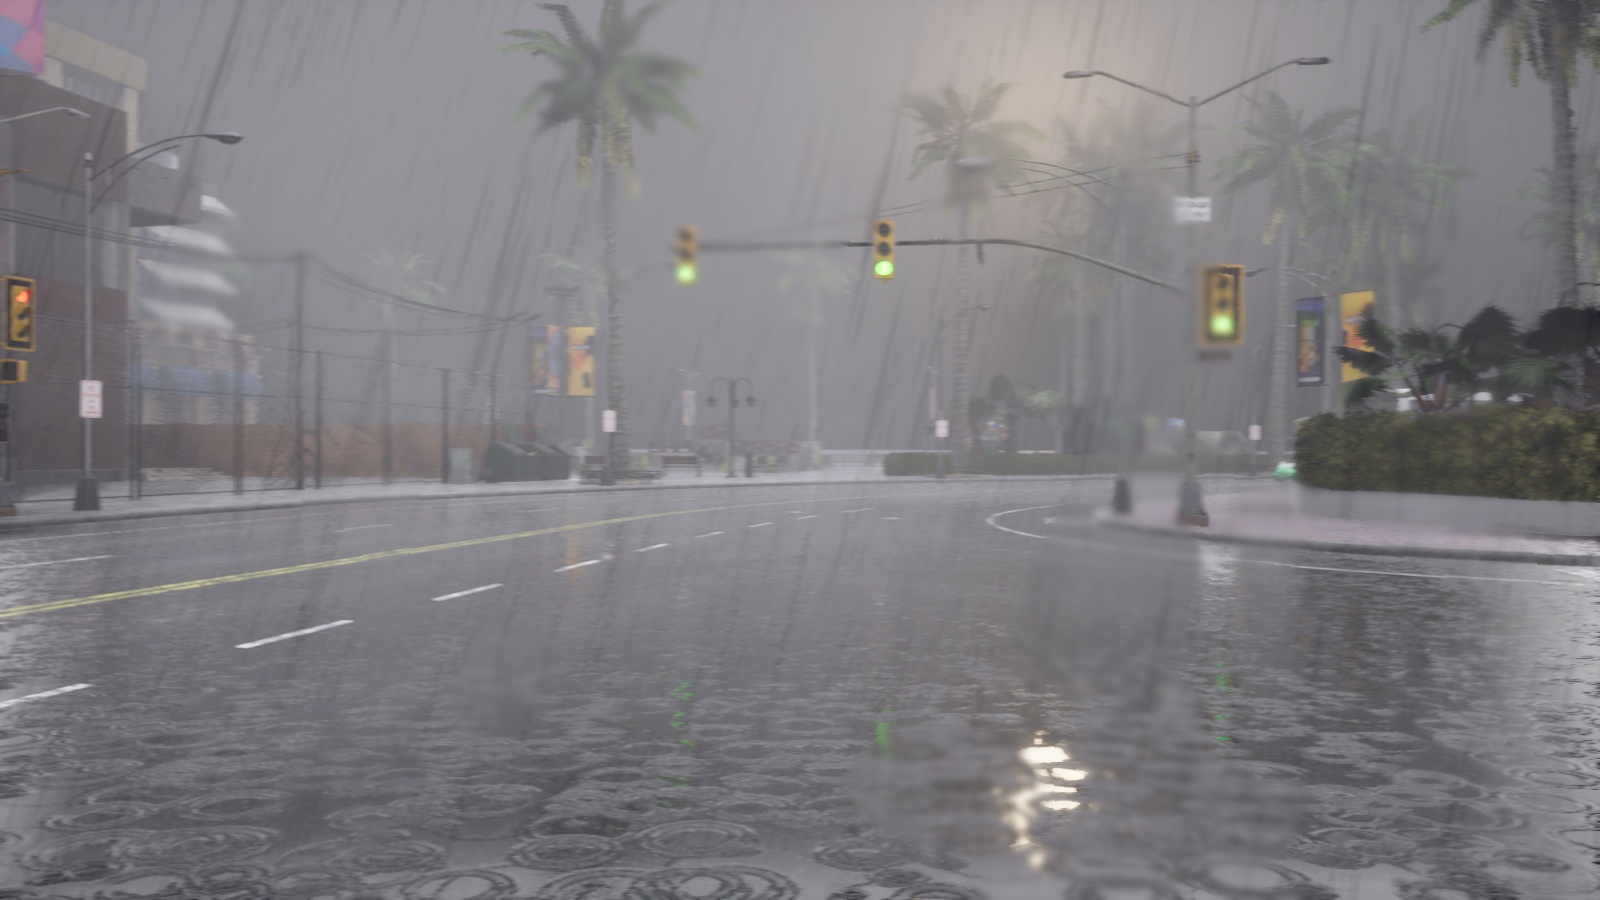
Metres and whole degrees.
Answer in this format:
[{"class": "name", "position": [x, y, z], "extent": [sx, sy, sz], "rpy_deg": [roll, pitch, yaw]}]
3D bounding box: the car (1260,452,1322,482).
[{"class": "car", "position": [22.525, 0.765, 57.617], "extent": [2.207, 1.376, 1.481], "rpy_deg": [0, 0, -20]}]

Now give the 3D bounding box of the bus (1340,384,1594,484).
[{"class": "bus", "position": [29.933, -0.667, 56.395], "extent": [10.273, 4.253, 3.944], "rpy_deg": [0, 0, -17]}]
